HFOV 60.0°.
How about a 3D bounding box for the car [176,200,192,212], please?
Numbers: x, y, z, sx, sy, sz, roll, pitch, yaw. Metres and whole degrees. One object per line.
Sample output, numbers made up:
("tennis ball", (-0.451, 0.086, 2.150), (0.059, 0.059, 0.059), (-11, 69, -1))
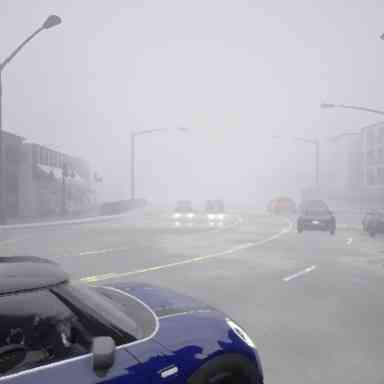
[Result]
("car", (-0.912, 1.600, 38.603), (1.895, 1.301, 4.718), (0, 0, -1))

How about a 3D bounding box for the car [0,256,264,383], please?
("car", (-1.514, 1.351, 2.697), (4.553, 1.767, 2.097), (0, 0, -36))

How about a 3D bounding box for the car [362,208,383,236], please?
("car", (10.523, 1.564, 18.073), (1.994, 1.385, 4.181), (0, 0, 22))

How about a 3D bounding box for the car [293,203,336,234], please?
("car", (7.303, 1.564, 19.456), (1.994, 1.385, 4.181), (0, 0, 22))

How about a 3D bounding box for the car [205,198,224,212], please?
("car", (2.589, 1.493, 38.480), (2.128, 1.511, 4.902), (0, 0, -1))

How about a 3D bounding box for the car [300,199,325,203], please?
("car", (13.143, 1.507, 36.407), (1.837, 1.490, 4.892), (0, 0, -1))

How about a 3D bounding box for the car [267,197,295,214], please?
("car", (9.646, 1.350, 36.119), (2.097, 1.767, 4.553), (0, 0, -1))
